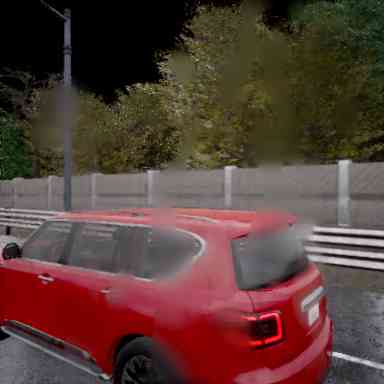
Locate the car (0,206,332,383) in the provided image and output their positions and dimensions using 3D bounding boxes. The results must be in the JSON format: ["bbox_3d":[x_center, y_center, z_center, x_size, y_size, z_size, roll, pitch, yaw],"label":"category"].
[{"bbox_3d":[-1.032,1.222,4.703,5.566,2.045,2.150,0,0,36],"label":"car"}]
